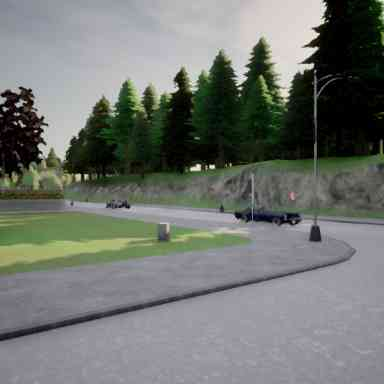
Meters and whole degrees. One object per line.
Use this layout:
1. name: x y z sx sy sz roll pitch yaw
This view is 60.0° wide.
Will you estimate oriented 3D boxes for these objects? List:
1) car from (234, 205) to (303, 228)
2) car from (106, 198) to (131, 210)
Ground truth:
1. car: 5.098 1.573 22.649 1.895 1.301 4.718 0 0 -35
2. car: -9.610 1.536 43.276 1.994 1.385 4.181 0 0 -35
